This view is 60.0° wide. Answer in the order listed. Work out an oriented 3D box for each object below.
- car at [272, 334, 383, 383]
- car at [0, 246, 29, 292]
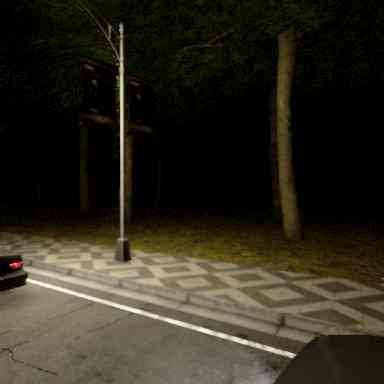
[{"bbox_3d":[2.950,1.542,1.458,5.357,1.411,2.033,0,0,36],"label":"car"},{"bbox_3d":[-6.004,1.576,7.847,5.357,1.411,2.033,0,0,36],"label":"car"}]
